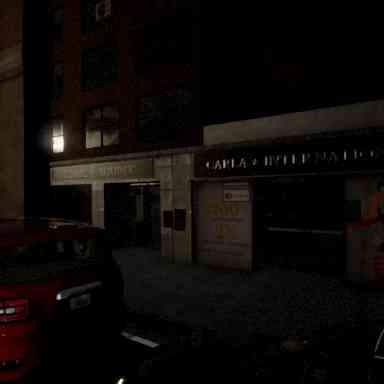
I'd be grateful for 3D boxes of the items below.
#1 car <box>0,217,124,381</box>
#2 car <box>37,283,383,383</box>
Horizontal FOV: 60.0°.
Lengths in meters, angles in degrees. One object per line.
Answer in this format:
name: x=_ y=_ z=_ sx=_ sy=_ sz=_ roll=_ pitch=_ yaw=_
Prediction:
car: x=-3.197 y=1.318 z=5.133 sx=5.009 sy=1.841 sz=2.192 roll=0 pitch=-1 yaw=35
car: x=1.267 y=1.551 z=1.952 sx=4.403 sy=1.369 sz=2.008 roll=0 pitch=-1 yaw=35
